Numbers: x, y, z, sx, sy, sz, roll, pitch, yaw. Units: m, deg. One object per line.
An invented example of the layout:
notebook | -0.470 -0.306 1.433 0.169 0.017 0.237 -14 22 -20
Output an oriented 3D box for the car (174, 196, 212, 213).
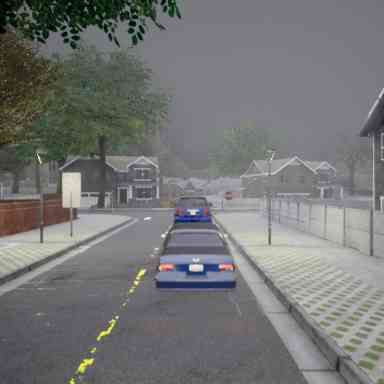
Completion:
car | 0.053 1.228 20.603 2.150 2.045 5.566 0 0 0

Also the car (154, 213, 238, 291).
car | 0.079 1.550 9.106 2.033 1.411 5.357 0 0 0

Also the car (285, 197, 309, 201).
car | 11.979 1.411 39.814 4.553 1.767 2.097 0 0 -13
